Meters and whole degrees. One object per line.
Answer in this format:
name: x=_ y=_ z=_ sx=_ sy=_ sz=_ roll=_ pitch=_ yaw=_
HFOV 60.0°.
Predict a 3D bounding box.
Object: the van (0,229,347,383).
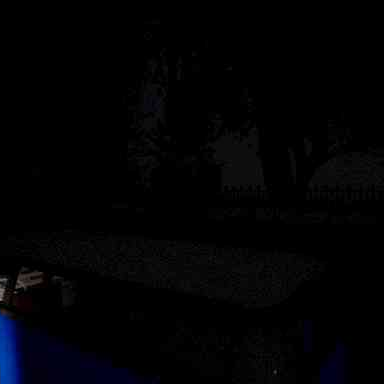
van: x=-0.657 y=1.341 z=3.180 sx=3.998 sy=1.788 sz=1.690 roll=0 pitch=0 yaw=35
